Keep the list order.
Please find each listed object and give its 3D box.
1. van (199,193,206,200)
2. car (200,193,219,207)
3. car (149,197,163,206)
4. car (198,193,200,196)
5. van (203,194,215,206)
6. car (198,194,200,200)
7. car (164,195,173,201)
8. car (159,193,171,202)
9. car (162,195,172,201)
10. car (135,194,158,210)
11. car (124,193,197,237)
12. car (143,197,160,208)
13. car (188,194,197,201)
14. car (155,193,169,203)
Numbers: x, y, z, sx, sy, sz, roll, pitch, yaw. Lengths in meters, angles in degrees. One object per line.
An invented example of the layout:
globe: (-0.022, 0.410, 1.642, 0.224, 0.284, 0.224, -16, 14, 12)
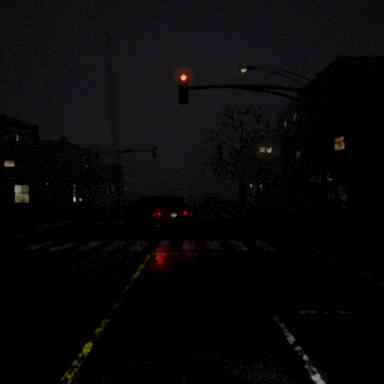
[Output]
van: (2.764, 1.130, 86.097, 1.690, 1.788, 3.998, -1, 0, 0)
car: (2.728, 1.200, 47.290, 2.192, 1.841, 5.009, -1, 0, 0)
car: (-5.645, 1.454, 52.842, 1.802, 1.307, 4.206, -1, 0, 0)
car: (0.060, 1.313, 67.702, 1.882, 1.535, 5.008, 0, 0, 0)
van: (2.734, 1.213, 52.834, 1.690, 1.788, 3.998, -1, 0, 0)
car: (2.746, 1.395, 63.922, 2.008, 1.369, 4.403, -1, 0, 0)
car: (-5.619, 1.348, 80.561, 1.887, 1.381, 4.507, -1, 0, 0)
car: (-5.632, 1.146, 69.473, 2.192, 1.841, 5.009, -1, 0, 0)
car: (-5.624, 1.383, 75.017, 1.947, 1.339, 4.313, -1, 0, 0)
car: (-5.657, 1.214, 41.753, 2.192, 1.841, 5.009, -1, 0, 0)
car: (-2.095, 1.226, 18.648, 2.150, 2.045, 5.566, 0, 0, -26)
car: (-5.650, 1.430, 47.297, 1.887, 1.381, 4.507, -1, 0, 0)
car: (0.071, 1.258, 78.152, 1.994, 1.385, 4.181, 0, 0, 0)
car: (-5.638, 1.160, 63.929, 2.192, 1.841, 5.009, -1, 0, 0)
